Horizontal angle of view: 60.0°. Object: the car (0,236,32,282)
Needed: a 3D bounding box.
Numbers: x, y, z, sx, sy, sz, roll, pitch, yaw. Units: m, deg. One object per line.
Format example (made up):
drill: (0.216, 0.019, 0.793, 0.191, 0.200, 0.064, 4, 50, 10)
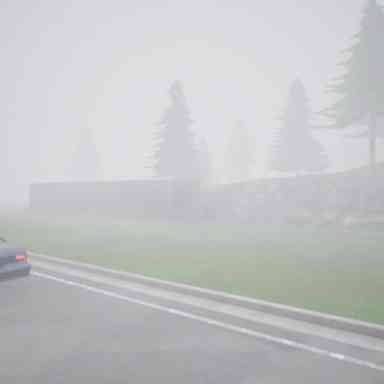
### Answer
car: (-6.310, 1.571, 8.689, 5.357, 1.411, 2.033, 0, 0, 37)
